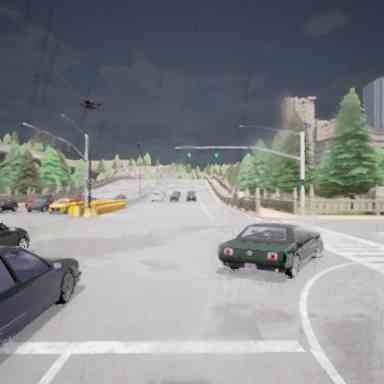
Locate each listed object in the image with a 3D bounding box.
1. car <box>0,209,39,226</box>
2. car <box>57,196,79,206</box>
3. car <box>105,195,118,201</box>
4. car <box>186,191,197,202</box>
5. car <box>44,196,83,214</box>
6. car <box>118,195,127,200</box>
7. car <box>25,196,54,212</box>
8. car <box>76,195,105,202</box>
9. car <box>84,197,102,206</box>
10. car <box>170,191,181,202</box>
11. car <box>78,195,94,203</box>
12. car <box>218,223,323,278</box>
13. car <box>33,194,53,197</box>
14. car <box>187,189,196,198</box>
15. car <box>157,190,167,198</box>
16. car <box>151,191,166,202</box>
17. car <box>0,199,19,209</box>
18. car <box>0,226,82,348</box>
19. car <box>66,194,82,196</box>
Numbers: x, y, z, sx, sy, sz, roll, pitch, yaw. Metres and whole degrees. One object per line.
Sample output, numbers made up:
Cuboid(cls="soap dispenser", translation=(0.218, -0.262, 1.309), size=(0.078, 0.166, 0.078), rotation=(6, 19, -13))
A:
Cuboid(cls="car", translation=(-6.902, 1.527, 10.333), size=(1.837, 1.490, 4.892), rotation=(0, 0, 0))
Cuboid(cls="car", translation=(-21.052, 1.551, 56.536), size=(1.882, 1.535, 5.008), rotation=(0, 1, 0))
Cuboid(cls="car", translation=(-14.079, 1.616, 54.908), size=(1.812, 1.442, 4.674), rotation=(0, 0, 0))
Cuboid(cls="car", translation=(-0.112, 0.985, 68.737), size=(2.097, 1.767, 4.553), rotation=(0, 4, 0))
Cuboid(cls="car", translation=(-14.074, 1.548, 36.700), size=(1.882, 1.535, 5.008), rotation=(0, 0, -1))
Cuboid(cls="car", translation=(-14.095, 1.299, 65.641), size=(1.837, 1.490, 4.892), rotation=(0, 3, 0))
Cuboid(cls="car", translation=(-17.600, 1.580, 39.164), size=(1.837, 1.490, 4.892), rotation=(0, 0, 0))
Cuboid(cls="car", translation=(-14.097, 1.579, 45.945), size=(2.128, 1.511, 4.902), rotation=(0, 0, 0))
Cuboid(cls="car", translation=(-17.559, 1.592, 59.106), size=(1.994, 1.385, 4.181), rotation=(0, 1, 0))
Cuboid(cls="car", translation=(-3.610, 1.150, 68.484), size=(1.837, 1.490, 4.892), rotation=(0, 4, 0))
Cuboid(cls="car", translation=(-21.100, 1.301, 66.473), size=(1.994, 1.385, 4.181), rotation=(0, 2, 0))
Cuboid(cls="car", translation=(2.697, 1.621, 10.421), size=(1.895, 1.301, 4.718), rotation=(0, 0, 32))
Cuboid(cls="car", translation=(-21.088, 1.310, 46.584), size=(2.150, 2.045, 5.566), rotation=(0, 0, 0))
Cuboid(cls="car", translation=(-0.168, 0.372, 78.804), size=(2.033, 1.411, 5.357), rotation=(0, 7, 0))
Cuboid(cls="car", translation=(-7.170, 0.380, 79.215), size=(1.895, 1.301, 4.718), rotation=(0, 7, 0))
Cuboid(cls="car", translation=(-7.110, 0.860, 68.581), size=(2.150, 2.045, 5.566), rotation=(0, 4, 0))
Cuboid(cls="car", translation=(-21.101, 1.562, 36.715), size=(2.128, 1.511, 4.902), rotation=(0, 0, 0))
Cuboid(cls="car", translation=(-3.405, 1.558, 5.083), size=(2.033, 1.411, 5.357), rotation=(0, 0, 0))
Cuboid(cls="car", translation=(-17.588, 1.315, 49.027), size=(2.150, 2.045, 5.566), rotation=(0, 0, 0))
